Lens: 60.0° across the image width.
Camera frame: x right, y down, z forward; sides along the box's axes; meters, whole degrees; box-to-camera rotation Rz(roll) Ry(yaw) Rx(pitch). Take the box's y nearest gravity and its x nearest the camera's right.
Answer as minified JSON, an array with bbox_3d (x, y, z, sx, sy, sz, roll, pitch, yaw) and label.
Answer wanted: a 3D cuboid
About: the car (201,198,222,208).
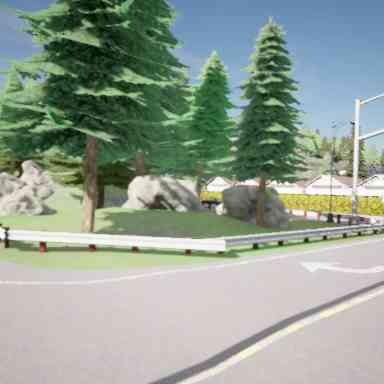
[{"bbox_3d":[2.911,1.370,39.097,1.895,1.301,4.718,1,1,-38],"label":"car"}]
